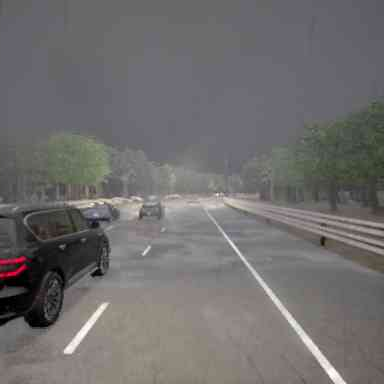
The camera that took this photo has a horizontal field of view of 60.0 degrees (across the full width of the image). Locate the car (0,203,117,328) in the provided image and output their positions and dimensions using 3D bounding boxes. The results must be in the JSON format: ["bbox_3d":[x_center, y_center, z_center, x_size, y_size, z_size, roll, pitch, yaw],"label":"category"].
[{"bbox_3d":[-3.403,1.236,7.153,2.150,2.045,5.566,0,0,0],"label":"car"}]

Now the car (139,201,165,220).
[{"bbox_3d":[-3.409,1.543,28.939,2.128,1.511,4.902,0,0,0],"label":"car"}]

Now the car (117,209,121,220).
[{"bbox_3d":[-6.909,1.611,25.931,1.994,1.385,4.181,0,0,0],"label":"car"}]

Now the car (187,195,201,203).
[{"bbox_3d":[0.244,1.177,49.615,1.882,1.535,5.008,0,0,2],"label":"car"}]
